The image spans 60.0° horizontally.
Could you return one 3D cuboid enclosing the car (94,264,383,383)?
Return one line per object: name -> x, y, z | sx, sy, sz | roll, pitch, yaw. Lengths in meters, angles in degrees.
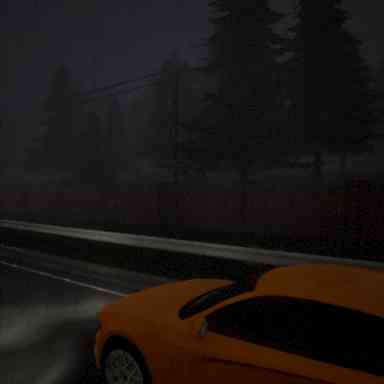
car -> 1.160, 1.470, 3.165 | 5.008, 1.535, 1.882 | 0, 0, 36
